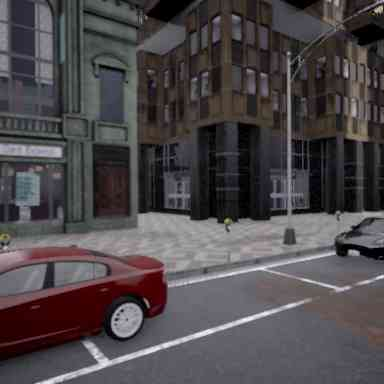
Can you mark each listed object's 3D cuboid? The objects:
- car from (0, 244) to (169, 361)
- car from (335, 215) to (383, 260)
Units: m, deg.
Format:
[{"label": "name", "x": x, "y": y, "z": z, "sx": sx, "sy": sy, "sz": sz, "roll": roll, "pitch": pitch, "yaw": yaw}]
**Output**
[{"label": "car", "x": -2.499, "y": 1.534, "z": 4.874, "sx": 4.507, "sy": 1.381, "sz": 1.887, "roll": -1, "pitch": 0, "yaw": -35}, {"label": "car", "x": 6.707, "y": 1.473, "z": 11.380, "sx": 4.313, "sy": 1.339, "sz": 1.947, "roll": -1, "pitch": 0, "yaw": -35}]
